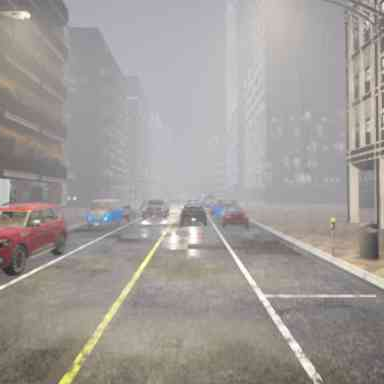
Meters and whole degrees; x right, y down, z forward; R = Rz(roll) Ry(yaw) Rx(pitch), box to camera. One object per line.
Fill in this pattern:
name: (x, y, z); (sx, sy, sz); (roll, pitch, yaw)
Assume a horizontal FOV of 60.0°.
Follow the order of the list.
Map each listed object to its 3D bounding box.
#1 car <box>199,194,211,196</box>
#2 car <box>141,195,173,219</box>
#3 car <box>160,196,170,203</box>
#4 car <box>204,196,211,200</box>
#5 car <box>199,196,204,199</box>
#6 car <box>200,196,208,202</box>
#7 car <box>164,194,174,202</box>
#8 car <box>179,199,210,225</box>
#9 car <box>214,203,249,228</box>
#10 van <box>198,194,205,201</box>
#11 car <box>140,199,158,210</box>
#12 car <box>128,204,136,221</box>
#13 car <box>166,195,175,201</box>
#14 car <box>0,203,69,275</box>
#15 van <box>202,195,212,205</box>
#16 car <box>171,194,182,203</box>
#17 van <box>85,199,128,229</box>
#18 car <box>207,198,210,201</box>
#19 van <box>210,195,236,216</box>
car: (2.710, 1.380, 54.595); (2.192, 1.841, 5.009); (1, 0, 0)
car: (-3.095, 1.387, 29.091); (2.097, 1.767, 4.553); (0, 0, 0)
car: (-5.673, 1.610, 70.924); (1.752, 1.417, 4.829); (1, 0, 0)
car: (2.705, 1.635, 44.059); (1.802, 1.307, 4.206); (1, 0, 0)
car: (0.101, 1.599, 42.813); (2.033, 1.411, 5.357); (0, 0, 0)
car: (2.705, 1.673, 76.626); (1.802, 1.307, 4.206); (1, 0, 0)
car: (-5.669, 1.413, 82.117); (2.192, 1.841, 5.009); (1, 0, 0)
car: (0.102, 1.536, 24.227); (1.837, 1.490, 4.892); (0, 0, 0)
car: (2.705, 1.609, 21.869); (1.802, 1.307, 4.206); (1, 0, 0)
van: (2.710, 1.452, 93.151); (1.690, 1.788, 3.998); (1, 0, 0)
car: (-5.642, 1.635, 43.956); (1.802, 1.307, 4.206); (1, 0, 0)
car: (-5.642, 1.615, 27.316); (1.802, 1.307, 4.206); (1, 0, 0)
car: (-5.673, 1.650, 87.628); (1.887, 1.381, 4.507); (1, 0, 0)
car: (-5.637, 1.329, 10.676); (2.192, 1.841, 5.009); (1, 0, 0)
van: (2.710, 1.413, 60.103); (1.690, 1.788, 3.998); (1, 0, 0)
car: (-2.999, 1.610, 69.463); (2.033, 1.411, 5.357); (0, 0, 0)
van: (-5.637, 1.368, 21.769); (1.690, 1.788, 3.998); (1, 0, 0)
car: (2.706, 1.584, 32.964); (1.887, 1.381, 4.507); (1, 0, 0)
van: (2.710, 1.374, 27.417); (1.690, 1.788, 3.998); (1, 0, 0)
